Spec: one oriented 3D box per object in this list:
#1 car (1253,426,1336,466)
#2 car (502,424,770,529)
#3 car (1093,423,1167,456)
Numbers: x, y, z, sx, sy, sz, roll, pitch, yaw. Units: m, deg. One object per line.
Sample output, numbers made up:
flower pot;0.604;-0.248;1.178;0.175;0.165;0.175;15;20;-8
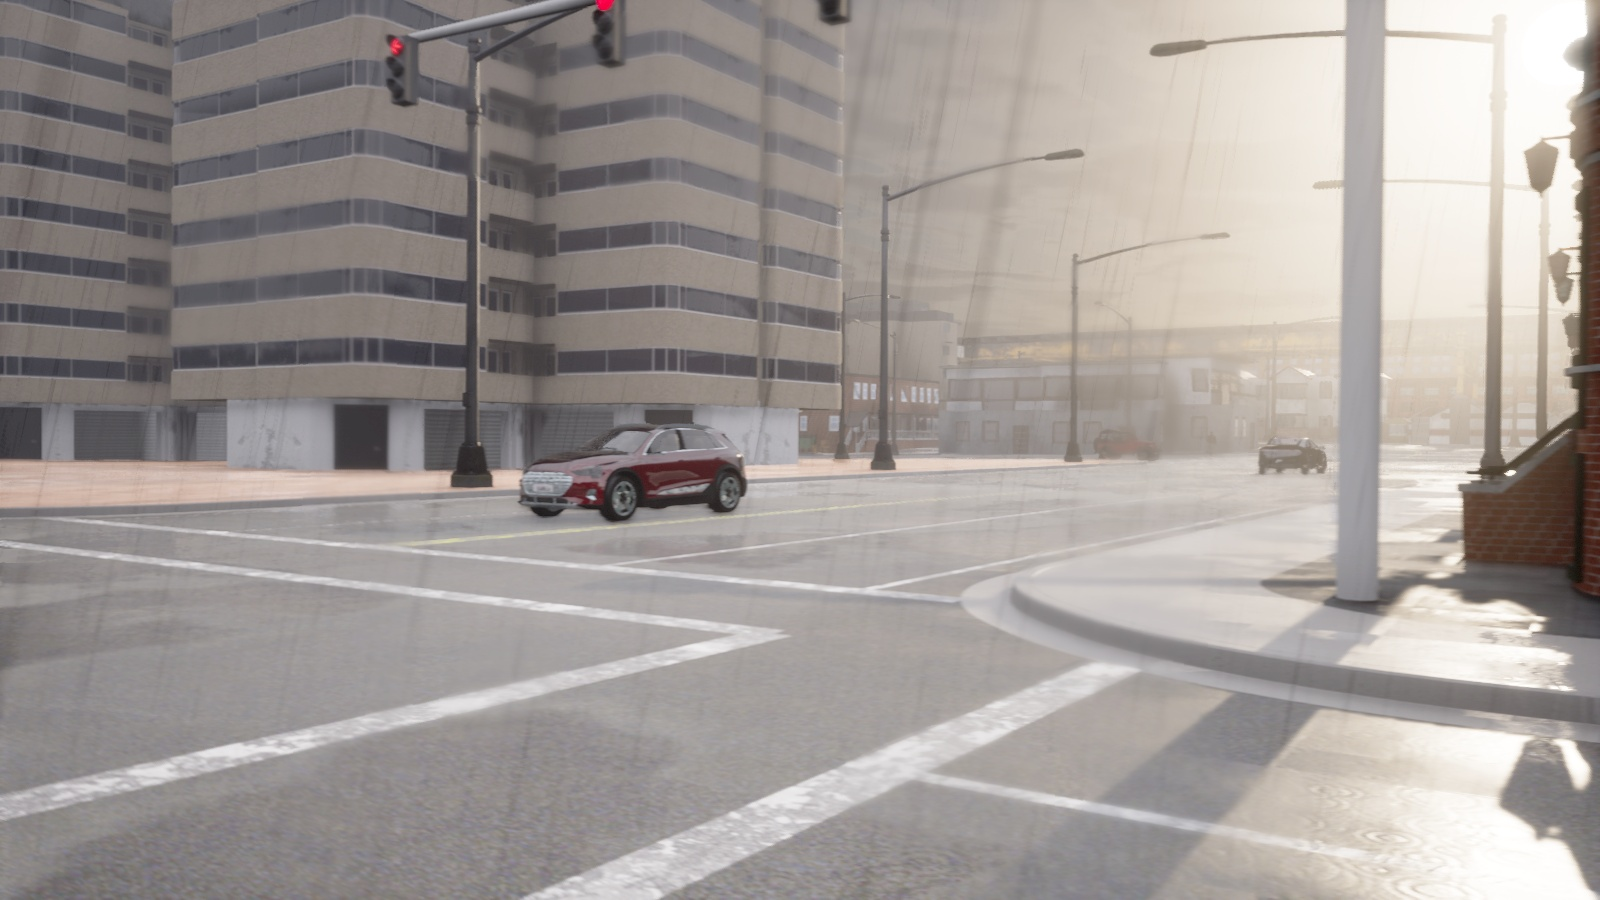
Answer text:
car;19.851;-0.179;50.304;2.128;1.511;4.902;0;1;33
car;-2.765;0.381;22.379;2.033;1.649;4.856;0;1;33
car;19.681;-0.621;74.944;3.866;1.878;1.905;0;1;33
